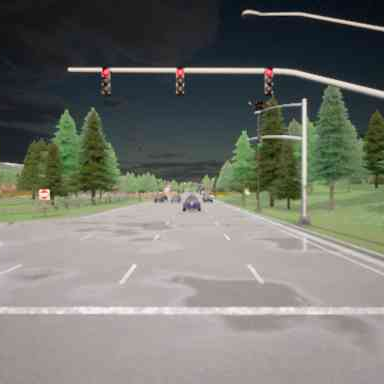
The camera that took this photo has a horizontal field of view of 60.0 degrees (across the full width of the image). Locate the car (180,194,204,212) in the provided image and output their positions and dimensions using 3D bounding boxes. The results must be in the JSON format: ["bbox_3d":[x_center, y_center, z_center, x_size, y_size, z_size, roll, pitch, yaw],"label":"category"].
[{"bbox_3d":[-0.012,1.369,39.912,2.097,1.767,4.553,0,0,0],"label":"car"}]

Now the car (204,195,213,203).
[{"bbox_3d":[3.479,1.618,71.003,1.895,1.301,4.718,0,0,0],"label":"car"}]

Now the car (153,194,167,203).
[{"bbox_3d":[-7.021,1.548,70.969,1.812,1.442,4.674,0,0,0],"label":"car"}]

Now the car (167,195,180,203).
[{"bbox_3d":[-3.521,1.562,70.554,2.033,1.411,5.357,0,0,0],"label":"car"}]

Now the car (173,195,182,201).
[{"bbox_3d":[-3.524,1.407,80.974,2.033,1.411,5.357,0,0,0],"label":"car"}]

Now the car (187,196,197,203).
[{"bbox_3d":[-0.021,1.574,70.938,1.994,1.385,4.181,0,0,0],"label":"car"}]

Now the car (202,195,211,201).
[{"bbox_3d":[3.476,1.407,80.976,2.033,1.411,5.357,0,0,0],"label":"car"}]

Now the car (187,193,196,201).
[{"bbox_3d":[-0.024,1.223,80.945,2.097,1.767,4.553,0,0,0],"label":"car"}]
